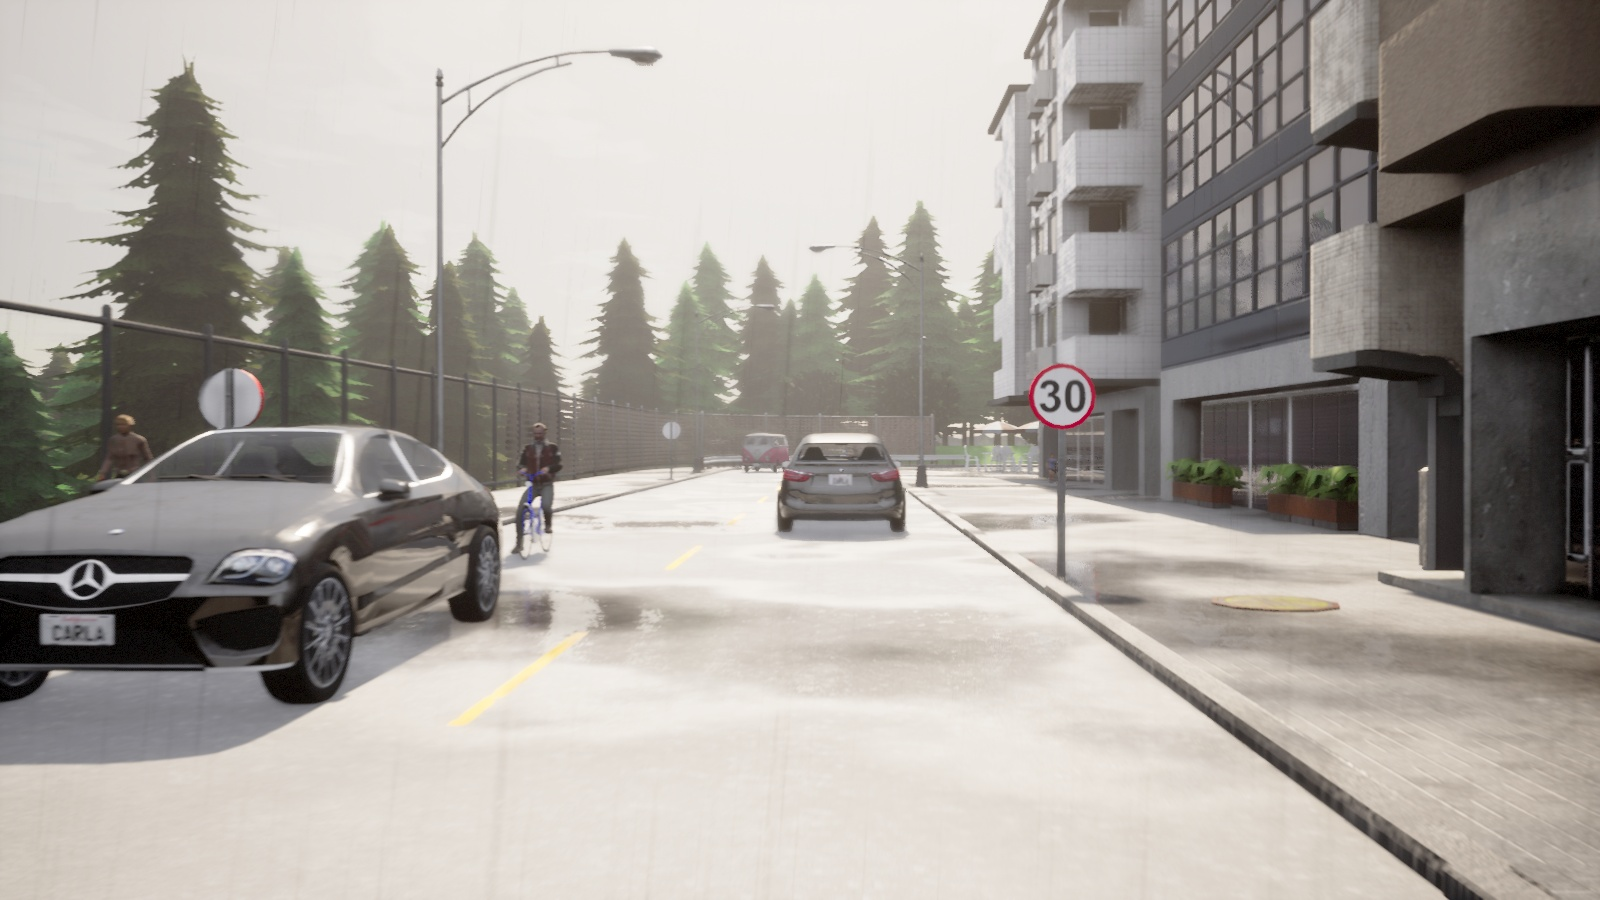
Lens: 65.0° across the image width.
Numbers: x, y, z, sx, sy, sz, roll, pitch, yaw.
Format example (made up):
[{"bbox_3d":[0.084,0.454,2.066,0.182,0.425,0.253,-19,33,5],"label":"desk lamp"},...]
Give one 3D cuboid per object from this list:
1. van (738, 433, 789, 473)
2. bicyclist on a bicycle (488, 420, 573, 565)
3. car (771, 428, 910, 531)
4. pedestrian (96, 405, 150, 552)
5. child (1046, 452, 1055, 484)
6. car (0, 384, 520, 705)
[{"bbox_3d":[-1.830,0.136,64.088,1.775,1.987,4.442,0,0,9],"label":"van"},{"bbox_3d":[-3.474,0.520,16.338,0.659,1.776,1.843,0,0,2],"label":"bicyclist on a bicycle"},{"bbox_3d":[0.729,0.464,22.670,2.242,1.667,4.611,0,0,2],"label":"car"},{"bbox_3d":[-8.694,0.354,16.137,0.331,1.846,0.634,0,0,1],"label":"pedestrian"},{"bbox_3d":[8.642,0.619,43.286,0.255,1.110,0.394,0,0,2],"label":"child"},{"bbox_3d":[-3.710,0.470,8.989,2.152,1.651,5.027,0,0,2],"label":"car"}]
